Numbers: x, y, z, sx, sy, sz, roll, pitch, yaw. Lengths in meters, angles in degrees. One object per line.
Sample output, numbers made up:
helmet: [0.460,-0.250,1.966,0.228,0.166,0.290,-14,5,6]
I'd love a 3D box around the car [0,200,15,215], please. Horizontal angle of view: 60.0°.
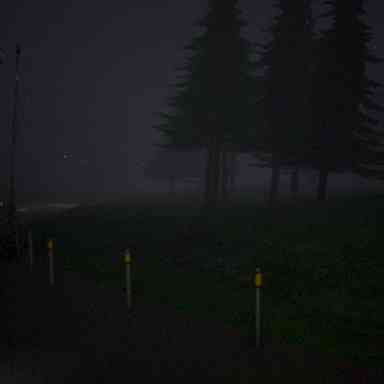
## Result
car: [-21.142,1.603,36.393,2.128,1.511,4.902,3,0,-6]
